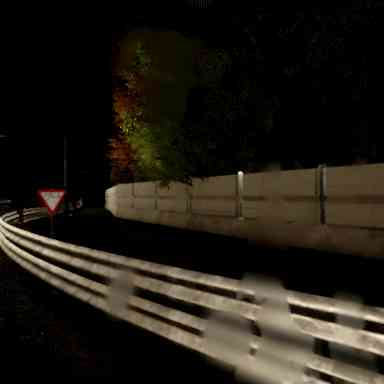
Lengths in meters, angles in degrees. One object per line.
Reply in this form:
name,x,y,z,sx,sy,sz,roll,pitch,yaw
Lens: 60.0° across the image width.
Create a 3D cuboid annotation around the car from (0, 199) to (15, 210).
car,-30.522,2.102,54.623,2.128,1.511,4.902,0,-1,-19
